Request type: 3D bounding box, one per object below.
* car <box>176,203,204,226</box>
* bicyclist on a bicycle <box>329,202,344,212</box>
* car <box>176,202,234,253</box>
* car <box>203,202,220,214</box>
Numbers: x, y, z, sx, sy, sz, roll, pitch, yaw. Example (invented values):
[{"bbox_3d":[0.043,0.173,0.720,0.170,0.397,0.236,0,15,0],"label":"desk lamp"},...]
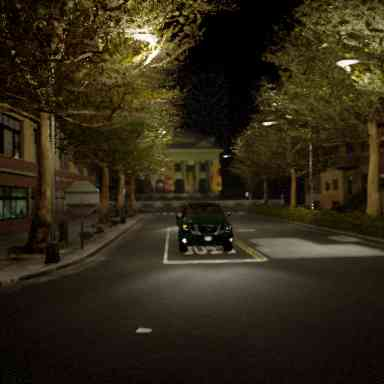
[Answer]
[{"bbox_3d":[-0.263,1.845,28.702,2.097,1.767,4.553,-1,-1,-3],"label":"car"},{"bbox_3d":[11.375,1.593,26.106,1.656,1.620,0.582,-1,-1,-3],"label":"bicyclist on a bicycle"},{"bbox_3d":[0.488,1.483,15.486,2.150,2.045,5.566,-1,-1,-3],"label":"car"},{"bbox_3d":[2.954,2.298,49.093,1.837,1.490,4.892,-2,-1,10],"label":"car"}]
